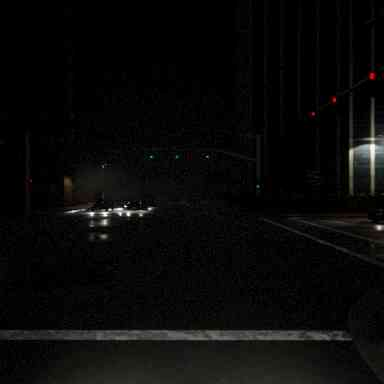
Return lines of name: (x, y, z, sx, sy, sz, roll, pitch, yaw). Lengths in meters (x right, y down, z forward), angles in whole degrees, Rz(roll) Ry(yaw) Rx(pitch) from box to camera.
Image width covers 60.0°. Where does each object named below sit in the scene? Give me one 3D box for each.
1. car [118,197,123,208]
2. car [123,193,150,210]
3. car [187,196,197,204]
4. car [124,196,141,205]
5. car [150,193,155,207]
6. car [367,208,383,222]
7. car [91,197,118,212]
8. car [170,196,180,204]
car: (-10.625, 1.497, 49.114, 2.128, 1.511, 4.902, 0, 0, 0)
car: (-7.126, 1.357, 43.353, 2.097, 1.767, 4.553, 0, 0, 0)
car: (-0.043, 1.532, 64.909, 1.812, 1.442, 4.674, 0, 0, 0)
car: (-10.591, 1.498, 59.298, 2.128, 1.511, 4.902, 0, 0, 0)
car: (-7.121, 1.227, 52.855, 2.150, 2.045, 5.566, 0, 0, 0)
car: (15.467, 1.480, 24.276, 5.008, 1.535, 1.882, 0, 0, -1)
car: (-10.606, 1.530, 39.846, 1.812, 1.442, 4.674, 0, 0, 0)
car: (-3.427, 1.554, 66.217, 2.033, 1.411, 5.357, 0, 0, -1)
